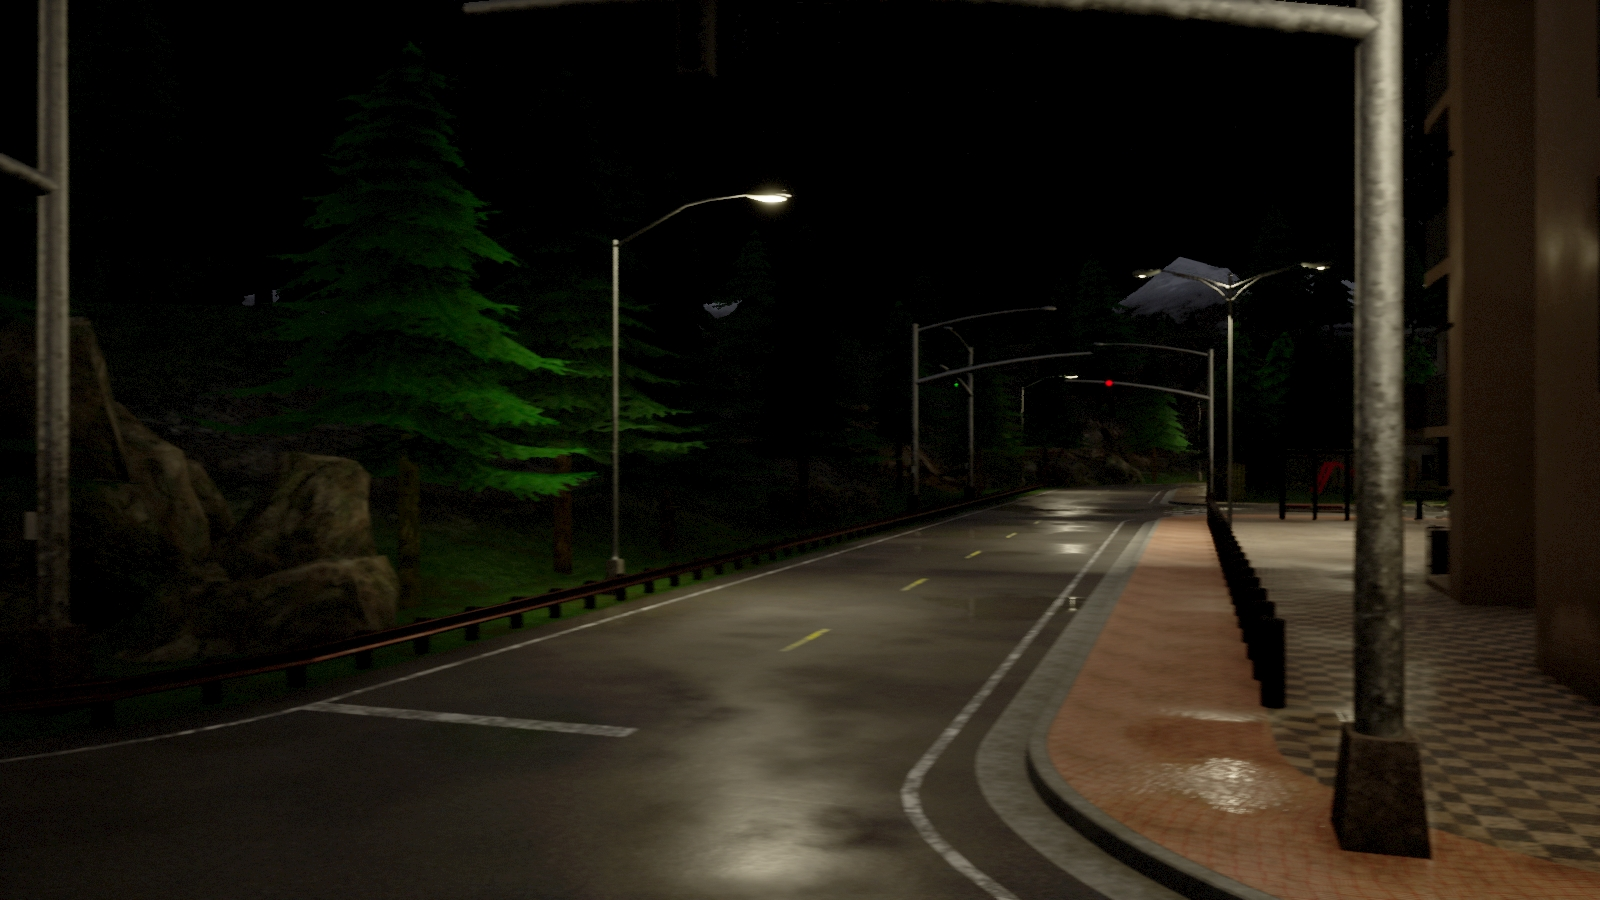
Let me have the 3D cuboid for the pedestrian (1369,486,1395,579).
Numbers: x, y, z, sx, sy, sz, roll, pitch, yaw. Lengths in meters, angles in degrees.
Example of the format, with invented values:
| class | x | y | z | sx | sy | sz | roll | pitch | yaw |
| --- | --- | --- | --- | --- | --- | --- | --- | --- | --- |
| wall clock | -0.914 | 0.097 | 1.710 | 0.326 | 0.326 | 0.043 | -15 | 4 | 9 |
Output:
| class | x | y | z | sx | sy | sz | roll | pitch | yaw |
| --- | --- | --- | --- | --- | --- | --- | --- | --- | --- |
| pedestrian | 11.925 | 1.675 | 23.402 | 0.375 | 1.860 | 0.375 | 0 | 0 | -43 |
